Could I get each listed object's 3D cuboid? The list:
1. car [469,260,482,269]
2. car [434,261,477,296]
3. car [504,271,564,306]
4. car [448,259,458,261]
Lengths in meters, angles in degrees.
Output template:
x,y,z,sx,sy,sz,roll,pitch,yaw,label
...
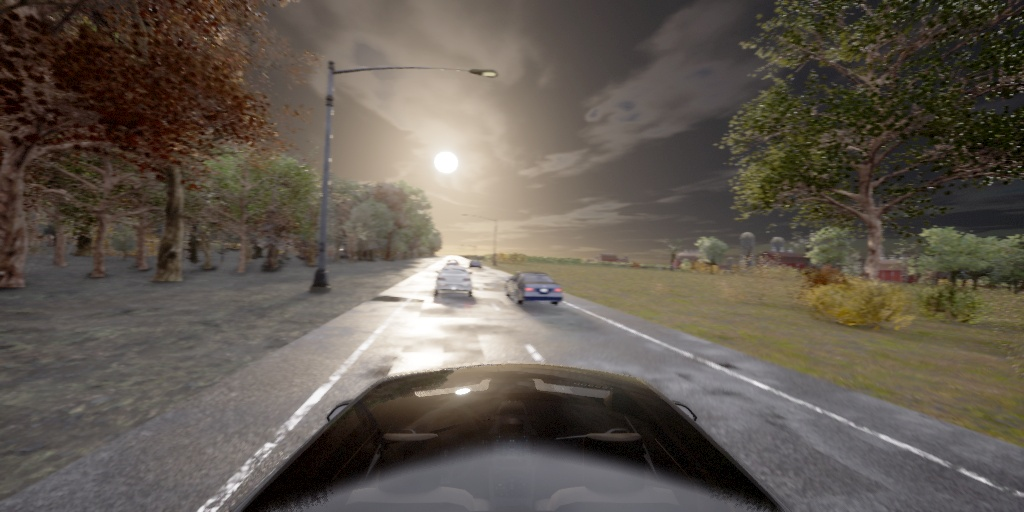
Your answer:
x,y,z,sx,sy,sz,roll,pitch,yaw,label
-5.916,1.261,57.214,1.994,1.385,4.181,3,0,-9,car
-3.023,1.208,18.621,1.812,1.442,4.674,3,0,-9,car
0.846,1.398,16.673,2.033,1.411,5.357,3,0,-9,car
-7.629,1.128,46.241,2.033,1.411,5.357,3,0,-9,car
